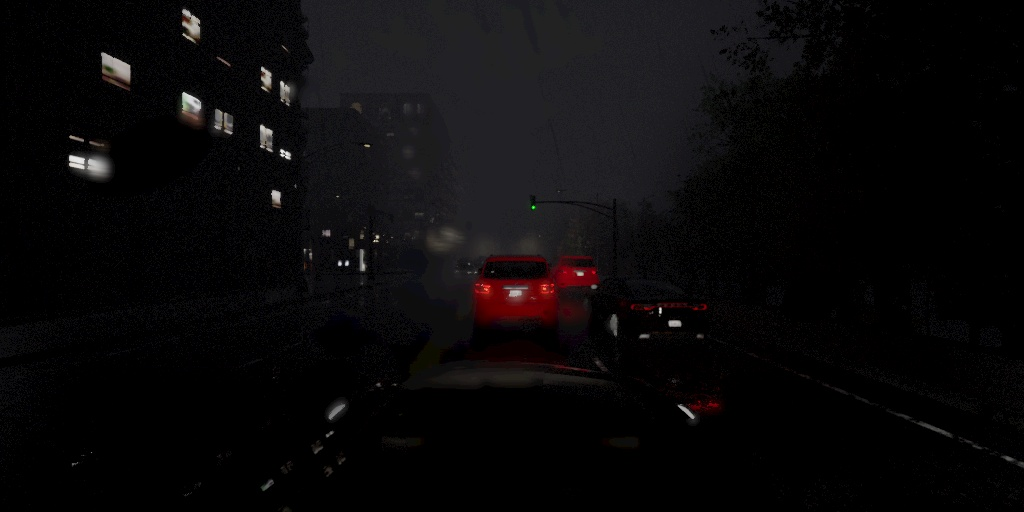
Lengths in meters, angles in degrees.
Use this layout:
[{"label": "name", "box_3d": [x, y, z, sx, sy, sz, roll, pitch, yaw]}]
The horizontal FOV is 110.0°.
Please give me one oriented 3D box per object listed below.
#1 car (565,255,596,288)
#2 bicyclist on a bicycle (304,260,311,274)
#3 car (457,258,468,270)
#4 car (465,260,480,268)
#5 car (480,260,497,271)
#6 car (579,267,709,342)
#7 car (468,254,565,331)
[{"label": "car", "box_3d": [3.338, 0.978, 20.442, 2.150, 2.045, 5.566, 0, 0, -1]}, {"label": "bicyclist on a bicycle", "box_3d": [-24.906, 1.343, 43.676, 0.582, 1.620, 1.656, -1, 0, -1]}, {"label": "car", "box_3d": [-6.627, 1.123, 51.647, 2.097, 1.767, 4.553, 0, 0, 0]}, {"label": "car", "box_3d": [-6.618, 1.380, 60.639, 1.895, 1.301, 4.718, 0, 0, 0]}, {"label": "car", "box_3d": [-3.378, 1.319, 51.824, 2.033, 1.411, 5.357, 0, 0, 0]}, {"label": "car", "box_3d": [3.342, 1.229, 9.837, 1.882, 1.535, 5.008, 0, 0, 0]}, {"label": "car", "box_3d": [0.095, 0.974, 11.183, 2.150, 2.045, 5.566, 0, 0, 0]}]
